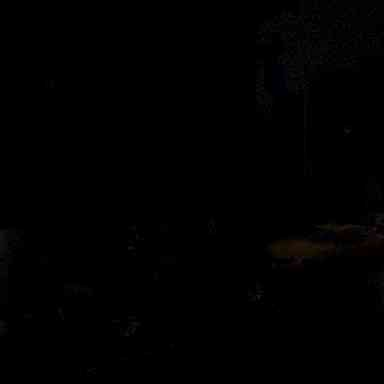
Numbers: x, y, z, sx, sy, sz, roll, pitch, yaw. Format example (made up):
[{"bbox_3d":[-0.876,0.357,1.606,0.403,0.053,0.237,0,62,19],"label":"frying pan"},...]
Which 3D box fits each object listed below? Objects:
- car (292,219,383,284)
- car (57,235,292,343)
[{"bbox_3d":[3.992,1.526,9.552,4.829,1.417,1.752,0,0,-36],"label":"car"},{"bbox_3d":[-0.279,1.566,6.469,4.313,1.339,1.947,0,0,-36],"label":"car"}]
